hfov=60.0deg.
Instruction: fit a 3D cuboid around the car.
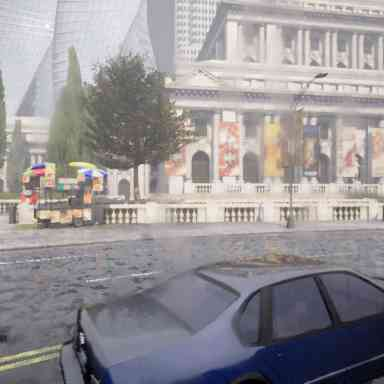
[{"bbox_3d":[1.227,1.547,4.224,5.357,1.411,2.033,0,0,-27],"label":"car"}]
